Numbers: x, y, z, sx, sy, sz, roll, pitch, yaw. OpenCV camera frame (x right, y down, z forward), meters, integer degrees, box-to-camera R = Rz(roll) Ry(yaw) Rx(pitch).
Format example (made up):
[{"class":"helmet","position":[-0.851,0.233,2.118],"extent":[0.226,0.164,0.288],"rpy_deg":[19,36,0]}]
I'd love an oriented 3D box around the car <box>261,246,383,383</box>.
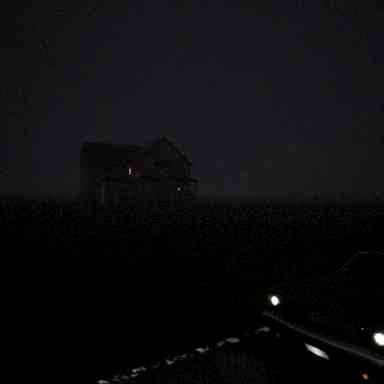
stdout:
[{"class":"car","position":[3.341,1.597,5.200],"extent":[4.718,1.301,1.895],"rpy_deg":[0,0,-33]}]
